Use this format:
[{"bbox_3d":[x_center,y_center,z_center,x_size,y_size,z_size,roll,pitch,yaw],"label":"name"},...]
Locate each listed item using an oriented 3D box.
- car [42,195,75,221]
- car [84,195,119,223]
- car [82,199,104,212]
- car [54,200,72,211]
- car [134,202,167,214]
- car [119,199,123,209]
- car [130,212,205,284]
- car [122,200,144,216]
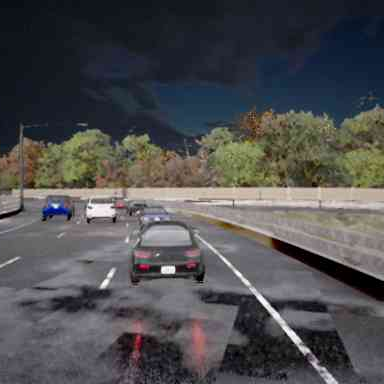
[{"bbox_3d":[-11.233,1.278,28.199,2.150,2.045,5.566,0,-1,-16],"label":"car"},{"bbox_3d":[-7.151,1.280,26.552,2.150,2.045,5.566,0,0,-14],"label":"car"},{"bbox_3d":[-12.497,1.635,41.912,2.033,1.411,5.357,0,0,-23],"label":"car"},{"bbox_3d":[-16.670,1.694,42.730,1.895,1.301,4.718,0,0,-24],"label":"car"},{"bbox_3d":[-2.462,1.588,21.181,2.033,1.411,5.357,0,0,-11],"label":"car"},{"bbox_3d":[-9.779,1.653,44.364,1.994,1.385,4.181,0,0,-23],"label":"car"},{"bbox_3d":[-0.730,1.544,9.578,1.812,1.442,4.674,0,0,-5],"label":"car"},{"bbox_3d":[-5.608,1.569,33.510,1.837,1.490,4.892,0,-1,-17],"label":"car"}]
